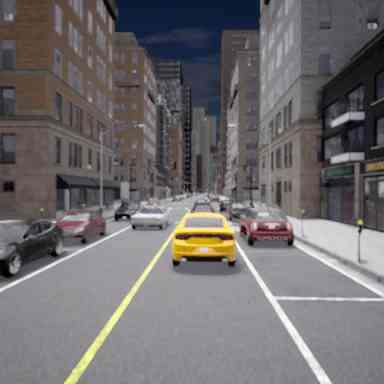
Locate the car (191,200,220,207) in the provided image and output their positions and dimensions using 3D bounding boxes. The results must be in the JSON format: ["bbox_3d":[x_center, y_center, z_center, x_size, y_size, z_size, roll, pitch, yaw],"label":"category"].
[{"bbox_3d":[0.803,1.530,24.417,1.994,1.385,4.181,0,0,2],"label":"car"}]

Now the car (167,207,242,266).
[{"bbox_3d":[0.403,1.462,11.532,1.882,1.535,5.008,0,-1,2],"label":"car"}]

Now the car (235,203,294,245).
[{"bbox_3d":[3.286,1.432,15.356,1.967,1.590,4.097,0,0,2],"label":"car"}]

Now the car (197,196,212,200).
[{"bbox_3d":[1.092,1.477,37.166,1.812,1.442,4.674,0,0,3],"label":"car"}]

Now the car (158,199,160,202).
[{"bbox_3d":[-4.567,1.363,37.611,1.967,1.590,4.097,0,0,2],"label":"car"}]

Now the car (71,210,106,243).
[{"bbox_3d":[-5.236,1.531,15.616,1.802,1.307,4.206,0,0,2],"label":"car"}]

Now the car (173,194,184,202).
[{"bbox_3d":[-3.405,1.494,74.695,1.802,1.307,4.206,0,0,2],"label":"car"}]

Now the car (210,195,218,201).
[{"bbox_3d":[5.295,1.483,80.000,1.752,1.417,4.829,0,0,2],"label":"car"}]

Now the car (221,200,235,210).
[{"bbox_3d":[3.620,1.528,26.354,2.008,1.369,4.403,0,0,2],"label":"car"}]

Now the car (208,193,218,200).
[{"bbox_3d":[5.116,1.395,74.423,1.967,1.590,4.097,0,0,2],"label":"car"}]

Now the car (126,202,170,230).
[{"bbox_3d":[-2.504,1.556,20.794,1.895,1.301,4.718,0,0,2],"label":"car"}]

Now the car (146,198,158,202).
[{"bbox_3d":[-4.735,1.511,32.112,1.802,1.307,4.206,0,0,2],"label":"car"}]

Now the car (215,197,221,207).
[{"bbox_3d":[3.954,1.531,37.351,1.947,1.339,4.313,0,0,2],"label":"car"}]

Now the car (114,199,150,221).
[{"bbox_3d":[-4.901,1.501,26.613,1.947,1.339,4.313,0,0,2],"label":"car"}]

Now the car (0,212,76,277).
[{"bbox_3d":[-5.403,1.523,10.117,1.947,1.339,4.313,0,0,2],"label":"car"}]

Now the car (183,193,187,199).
[{"bbox_3d":[-3.056,1.470,85.507,2.008,1.369,4.403,0,0,2],"label":"car"}]
